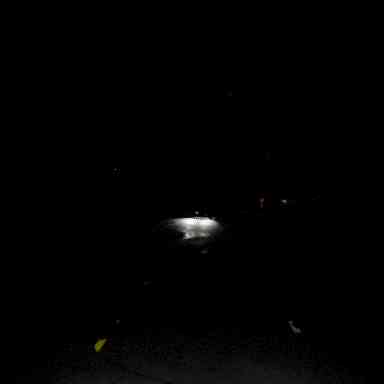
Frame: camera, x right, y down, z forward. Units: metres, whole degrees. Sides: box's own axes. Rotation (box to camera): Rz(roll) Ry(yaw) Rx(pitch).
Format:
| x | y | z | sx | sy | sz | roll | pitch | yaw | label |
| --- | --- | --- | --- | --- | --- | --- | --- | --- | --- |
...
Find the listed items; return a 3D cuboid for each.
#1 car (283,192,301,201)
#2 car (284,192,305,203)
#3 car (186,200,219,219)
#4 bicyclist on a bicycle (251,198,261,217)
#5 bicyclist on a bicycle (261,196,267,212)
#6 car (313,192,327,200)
| x | y | z | sx | sy | sz | roll | pitch | yaw | label |
| --- | --- | --- | --- | --- | --- | --- | --- | --- | --- |
| 19.185 | 0.756 | 63.911 | 1.837 | 1.490 | 4.892 | 3 | 3 | 35 | car |
| 17.488 | 0.949 | 55.805 | 1.882 | 1.535 | 5.008 | 3 | 2 | 33 | car |
| 0.911 | 1.360 | 27.048 | 1.994 | 1.385 | 4.181 | 1 | 1 | 16 | car |
| 5.272 | 1.308 | 28.235 | 0.582 | 1.620 | 1.656 | 1 | 1 | 16 | bicyclist on a bicycle |
| 7.180 | 1.233 | 33.948 | 0.866 | 1.612 | 1.509 | 1 | 0 | 20 | bicyclist on a bicycle |
| 26.962 | 0.745 | 69.930 | 1.837 | 1.490 | 4.892 | 3 | 2 | 34 | car |
